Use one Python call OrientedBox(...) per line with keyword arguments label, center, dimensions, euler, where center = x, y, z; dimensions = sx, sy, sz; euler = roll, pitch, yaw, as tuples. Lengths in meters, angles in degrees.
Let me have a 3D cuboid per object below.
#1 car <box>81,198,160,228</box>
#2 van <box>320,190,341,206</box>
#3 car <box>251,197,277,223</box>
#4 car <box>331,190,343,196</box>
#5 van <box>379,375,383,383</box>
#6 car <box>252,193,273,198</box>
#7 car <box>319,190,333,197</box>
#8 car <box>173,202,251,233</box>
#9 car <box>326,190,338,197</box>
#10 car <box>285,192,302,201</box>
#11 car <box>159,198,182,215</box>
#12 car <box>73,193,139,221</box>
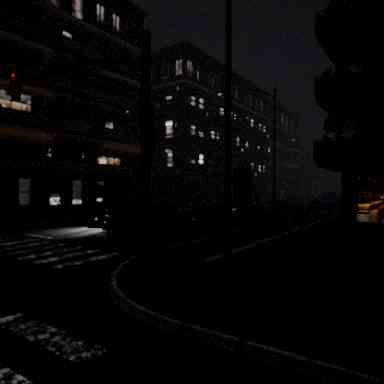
OrientedBox(label="car", center=(-4.254, 1.317, 20.373), dimensions=(1.994, 1.385, 4.181), euler=(1, 1, 35))
OrientedBox(label="van", center=(17.191, 0.720, 40.884), dimensions=(1.690, 1.788, 3.998), euler=(2, 2, 35))
OrientedBox(label="car", center=(4.411, 1.282, 22.635), dimensions=(1.802, 1.307, 4.206), euler=(2, 2, 35))
OrientedBox(label="car", center=(35.901, 0.254, 82.235), dimensions=(1.802, 1.307, 4.206), euler=(2, 2, 35))
OrientedBox(label="van", center=(2.722, 1.342, 0.927), dimensions=(3.998, 1.788, 1.690), euler=(0, 0, 35))
OrientedBox(label="car", center=(7.325, 1.025, 36.894), dimensions=(1.994, 1.385, 4.181), euler=(1, 1, 35))
OrientedBox(label="car", center=(29.513, 0.376, 73.107), dimensions=(1.887, 1.381, 4.507), euler=(2, 2, 35))
OrientedBox(label="car", center=(1.217, 1.346, 18.071), dimensions=(1.947, 1.339, 4.313), euler=(2, 2, 35))
OrientedBox(label="car", center=(32.707, 0.333, 77.671), dimensions=(1.802, 1.307, 4.206), euler=(2, 2, 35))
OrientedBox(label="car", center=(16.735, 0.717, 54.853), dimensions=(1.947, 1.339, 4.313), euler=(2, 2, 35))
OrientedBox(label="car", center=(-2.431, 1.178, 27.472), dimensions=(1.887, 1.381, 4.507), euler=(2, 2, 35))
OrientedBox(label="car", center=(-5.623, 1.029, 22.902), dimensions=(2.192, 1.841, 5.009), euler=(2, 2, 35))
